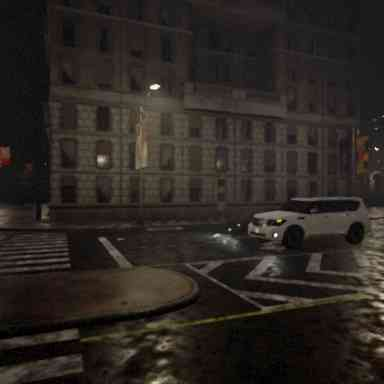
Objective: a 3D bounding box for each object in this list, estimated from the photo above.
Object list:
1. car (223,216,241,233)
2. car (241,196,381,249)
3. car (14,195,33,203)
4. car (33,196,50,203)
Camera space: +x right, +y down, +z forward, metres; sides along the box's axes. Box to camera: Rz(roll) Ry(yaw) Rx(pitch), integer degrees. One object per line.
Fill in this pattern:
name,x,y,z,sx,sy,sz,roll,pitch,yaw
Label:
car,4.408,1.548,18.036,5.357,1.411,2.033,0,0,-22
car,5.220,1.223,14.591,5.566,2.045,2.150,0,0,-22
car,-33.680,1.321,67.413,2.097,1.767,4.553,0,0,16
car,-29.569,1.508,69.135,2.033,1.411,5.357,0,0,20
